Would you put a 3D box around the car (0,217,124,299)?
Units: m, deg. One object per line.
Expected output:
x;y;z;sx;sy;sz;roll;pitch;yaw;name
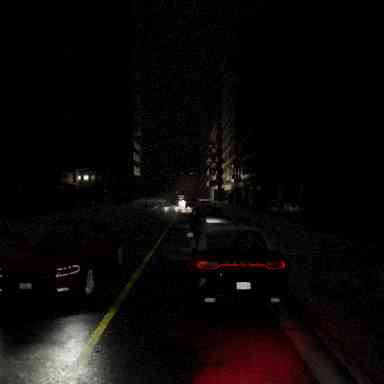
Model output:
-3.104;1.478;8.697;1.882;1.535;5.008;0;0;0;car

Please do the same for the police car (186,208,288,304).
0.897;1.427;8.372;1.930;1.638;5.238;0;0;0;police car

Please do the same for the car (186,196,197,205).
-0.019;1.551;59.844;1.882;1.535;5.008;0;0;0;car

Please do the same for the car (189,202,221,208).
0.895;1.512;18.262;1.837;1.490;4.892;0;0;0;car

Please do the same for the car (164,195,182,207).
-3.108;1.401;51.467;2.097;1.767;4.553;0;0;0;car

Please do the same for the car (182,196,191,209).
-0.003;1.544;46.242;1.837;1.490;4.892;0;0;0;car

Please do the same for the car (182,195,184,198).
-3.031;1.711;95.600;2.128;1.511;4.902;0;0;0;car

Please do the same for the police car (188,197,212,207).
0.892;1.437;24.372;1.930;1.638;5.238;0;0;0;police car
